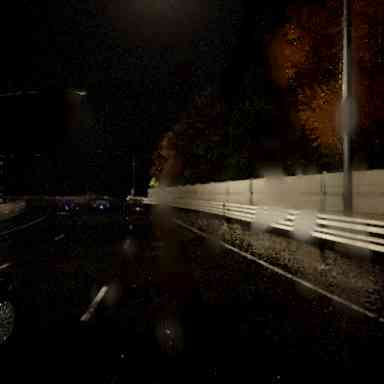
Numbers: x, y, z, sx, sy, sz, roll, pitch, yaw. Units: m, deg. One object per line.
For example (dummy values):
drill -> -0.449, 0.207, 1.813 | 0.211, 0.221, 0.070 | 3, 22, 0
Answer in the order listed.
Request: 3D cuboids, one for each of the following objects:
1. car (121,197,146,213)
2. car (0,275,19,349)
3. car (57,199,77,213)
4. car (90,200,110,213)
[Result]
car -> -6.334, 1.495, 36.595 | 1.837, 1.490, 4.892 | 0, 0, -19
car -> -3.587, 1.511, 3.296 | 2.128, 1.511, 4.902 | 0, 0, -1
car -> -14.369, 1.567, 38.217 | 1.812, 1.442, 4.674 | 0, 0, -21
car -> -10.347, 1.579, 37.471 | 1.994, 1.385, 4.181 | 0, 0, -20
